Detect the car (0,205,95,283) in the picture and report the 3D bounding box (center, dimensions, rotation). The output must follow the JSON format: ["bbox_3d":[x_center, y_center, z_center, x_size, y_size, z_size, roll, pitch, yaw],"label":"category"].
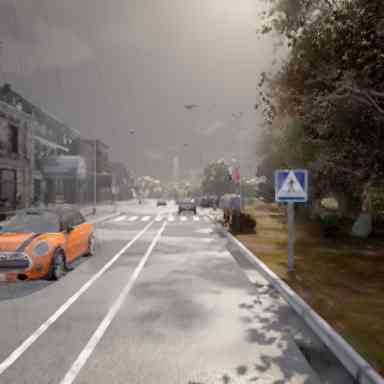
[{"bbox_3d":[-4.379,1.323,9.706,2.097,1.767,4.553,0,0,-1],"label":"car"}]

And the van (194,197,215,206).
[{"bbox_3d":[2.797,2.205,76.585,4.442,1.987,1.878,2,-2,-23],"label":"van"}]

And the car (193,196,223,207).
[{"bbox_3d":[3.223,1.973,67.680,5.566,2.045,2.435,2,-2,-23],"label":"car"}]

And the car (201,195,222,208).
[{"bbox_3d":[4.049,1.608,52.913,5.566,2.045,2.435,2,-2,-23],"label":"car"}]

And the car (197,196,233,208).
[{"bbox_3d":[3.837,1.680,55.833,5.566,2.045,2.435,2,-1,-23],"label":"car"}]

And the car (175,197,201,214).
[{"bbox_3d":[-0.496,1.474,35.121,2.128,1.511,4.902,0,0,-1],"label":"car"}]

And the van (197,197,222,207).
[{"bbox_3d":[3.464,1.930,64.763,4.442,1.987,1.878,2,-2,-23],"label":"van"}]

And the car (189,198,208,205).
[{"bbox_3d":[1.792,2.608,91.331,4.553,1.767,2.185,2,-2,-24],"label":"car"}]

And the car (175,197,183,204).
[{"bbox_3d":[-3.668,2.421,93.888,2.150,2.045,5.566,0,-1,-4],"label":"car"}]

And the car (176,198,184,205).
[{"bbox_3d":[-3.026,2.429,83.771,2.097,1.767,4.553,0,-1,-3],"label":"car"}]

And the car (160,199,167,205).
[{"bbox_3d":[-7.270,2.543,85.238,1.812,1.442,4.674,0,-1,-3],"label":"car"}]

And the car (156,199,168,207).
[{"bbox_3d":[-6.348,2.215,69.022,1.882,1.535,5.008,0,-1,-3],"label":"car"}]
